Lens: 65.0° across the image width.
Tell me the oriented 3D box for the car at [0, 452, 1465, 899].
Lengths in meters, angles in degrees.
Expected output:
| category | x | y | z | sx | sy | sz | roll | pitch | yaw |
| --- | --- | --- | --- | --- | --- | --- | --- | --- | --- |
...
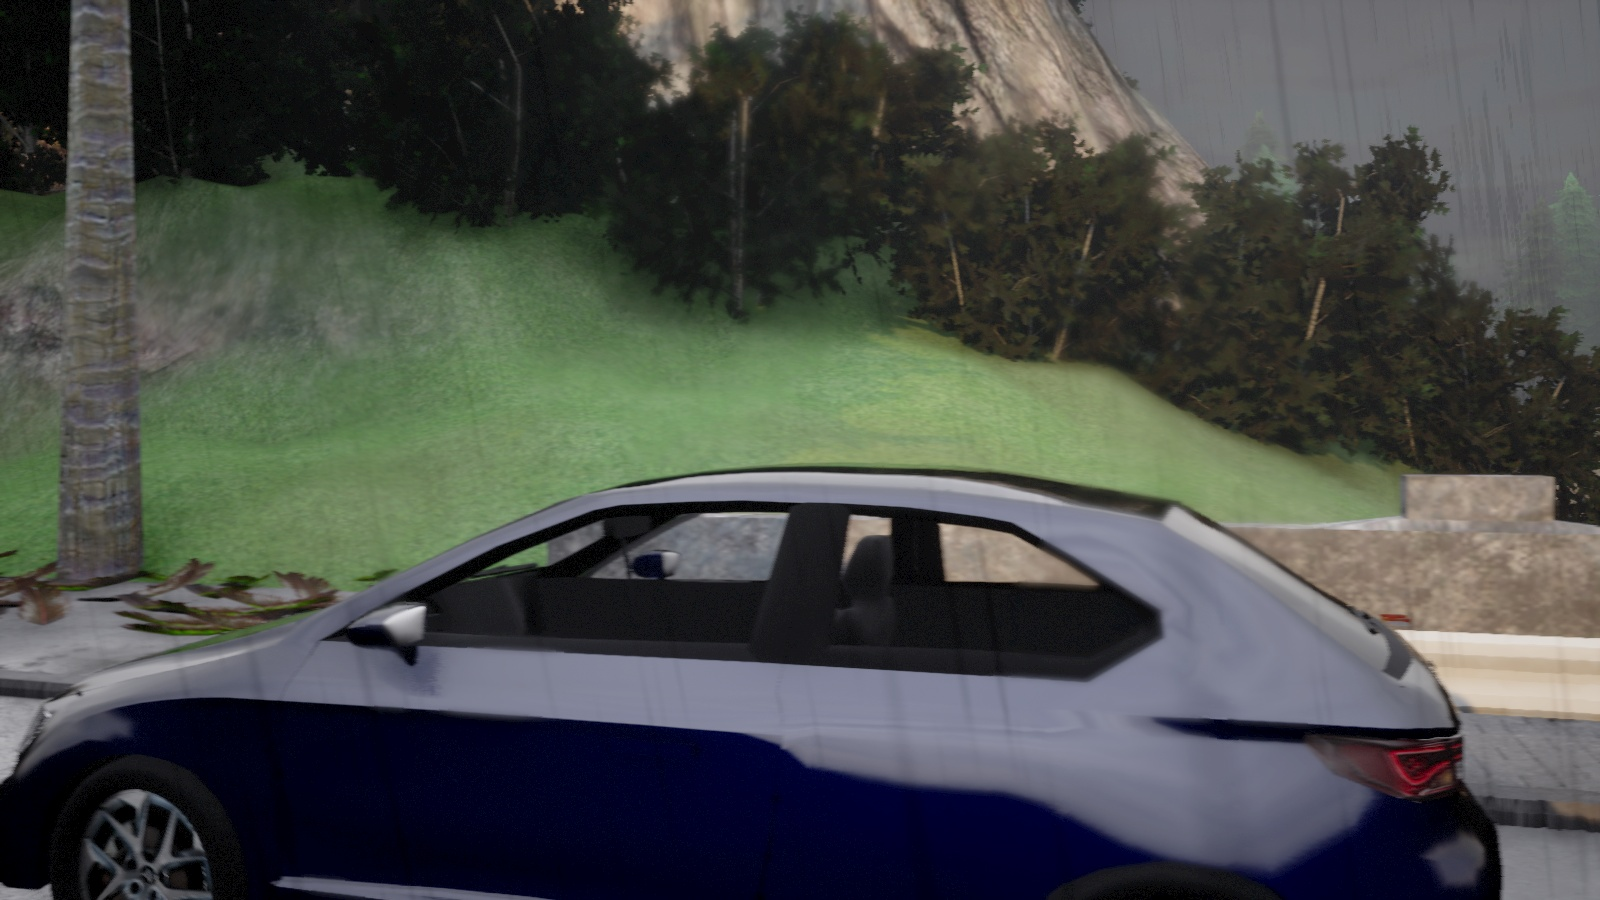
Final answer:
| category | x | y | z | sx | sy | sz | roll | pitch | yaw |
| --- | --- | --- | --- | --- | --- | --- | --- | --- | --- |
| car | -0.462 | 0.776 | 3.878 | 4.193 | 1.474 | 1.816 | 1 | 1 | 19 |
